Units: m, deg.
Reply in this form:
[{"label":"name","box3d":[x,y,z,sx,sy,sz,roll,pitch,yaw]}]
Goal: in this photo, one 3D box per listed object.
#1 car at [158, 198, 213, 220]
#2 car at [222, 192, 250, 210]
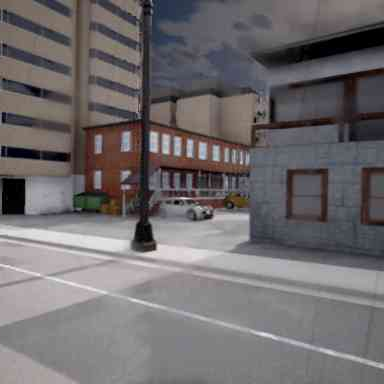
[{"label":"car","box3d":[-0.452,1.146,23.191,3.806,1.475,1.970,0,0,36]},{"label":"car","box3d":[5.130,0.799,29.156,5.027,1.636,2.152,2,1,36]}]
